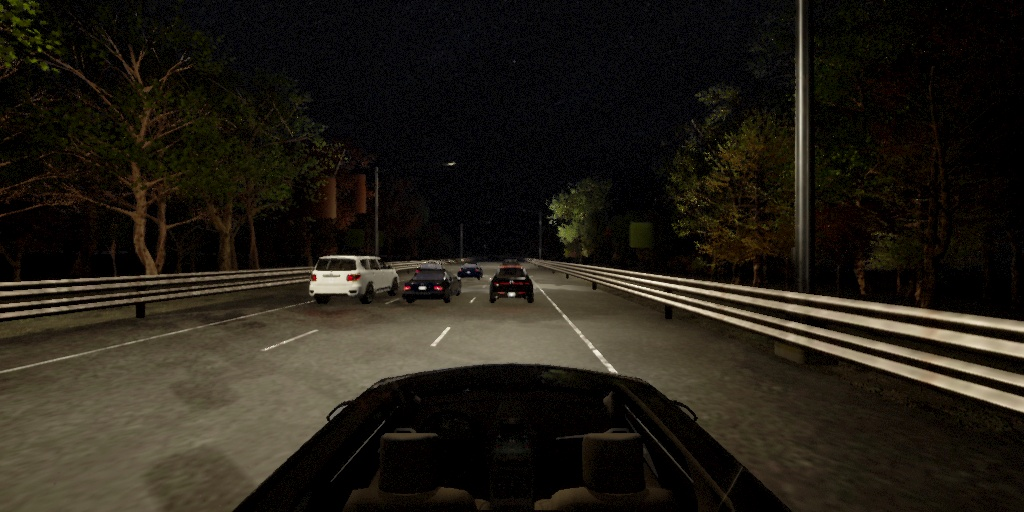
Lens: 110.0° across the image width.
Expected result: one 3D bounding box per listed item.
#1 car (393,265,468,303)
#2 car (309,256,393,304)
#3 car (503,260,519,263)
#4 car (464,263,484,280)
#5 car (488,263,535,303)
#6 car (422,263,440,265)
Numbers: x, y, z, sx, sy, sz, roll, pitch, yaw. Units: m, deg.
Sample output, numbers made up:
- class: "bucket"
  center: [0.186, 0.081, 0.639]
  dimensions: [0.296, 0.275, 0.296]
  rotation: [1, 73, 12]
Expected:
- class: "car"
  center: [-3.522, 1.312, 16.569]
  dimensions: [2.033, 1.411, 5.357]
  rotation: [0, 0, 0]
- class: "car"
  center: [-7.023, 1.007, 16.589]
  dimensions: [2.150, 2.045, 5.566]
  rotation: [0, 0, 0]
- class: "car"
  center: [-0.090, 1.114, 31.576]
  dimensions: [2.097, 1.767, 4.553]
  rotation: [0, 0, 0]
- class: "car"
  center: [-3.591, 1.320, 31.585]
  dimensions: [1.994, 1.385, 4.181]
  rotation: [0, 0, 0]
- class: "car"
  center: [-0.023, 1.266, 16.580]
  dimensions: [1.837, 1.490, 4.892]
  rotation: [0, 0, 0]
- class: "car"
  center: [-7.090, 1.311, 31.564]
  dimensions: [2.033, 1.411, 5.357]
  rotation: [0, 0, 0]
